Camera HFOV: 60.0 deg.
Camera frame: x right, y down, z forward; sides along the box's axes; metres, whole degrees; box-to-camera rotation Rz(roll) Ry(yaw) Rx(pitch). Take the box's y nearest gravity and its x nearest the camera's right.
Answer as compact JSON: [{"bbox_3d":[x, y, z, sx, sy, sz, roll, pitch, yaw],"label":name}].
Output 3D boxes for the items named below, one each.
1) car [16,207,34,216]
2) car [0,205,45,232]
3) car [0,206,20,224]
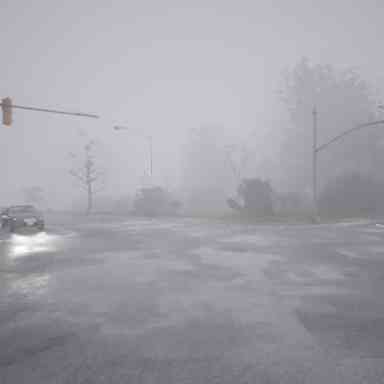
[{"bbox_3d":[-28.963,3.431,57.587,1.837,1.490,4.892,0,-3,-36],"label":"car"},{"bbox_3d":[-10.720,1.598,20.936,2.128,1.511,4.902,0,-1,-38],"label":"car"},{"bbox_3d":[-16.572,1.992,28.873,2.033,1.411,5.357,0,-2,-37],"label":"car"}]
